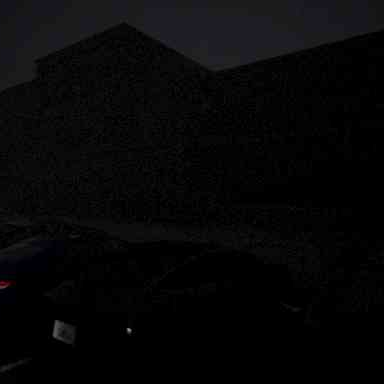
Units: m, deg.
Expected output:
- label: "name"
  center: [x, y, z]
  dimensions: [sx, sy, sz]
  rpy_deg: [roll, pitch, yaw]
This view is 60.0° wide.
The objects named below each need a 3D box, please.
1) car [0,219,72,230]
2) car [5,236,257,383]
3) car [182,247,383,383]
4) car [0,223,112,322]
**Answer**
- label: "car"
  center: [-4.410, 1.486, 8.509]
  dimensions: [2.231, 1.521, 4.892]
  rpy_deg: [0, 0, 36]
- label: "car"
  center: [0.026, 1.510, 5.372]
  dimensions: [2.163, 1.488, 4.792]
  rpy_deg: [0, 0, 36]
- label: "car"
  center: [2.276, 1.481, 3.740]
  dimensions: [2.231, 1.521, 4.892]
  rpy_deg: [0, 0, 35]
- label: "car"
  center: [-2.255, 1.523, 6.961]
  dimensions: [2.002, 1.452, 4.674]
  rpy_deg: [0, 0, 35]
